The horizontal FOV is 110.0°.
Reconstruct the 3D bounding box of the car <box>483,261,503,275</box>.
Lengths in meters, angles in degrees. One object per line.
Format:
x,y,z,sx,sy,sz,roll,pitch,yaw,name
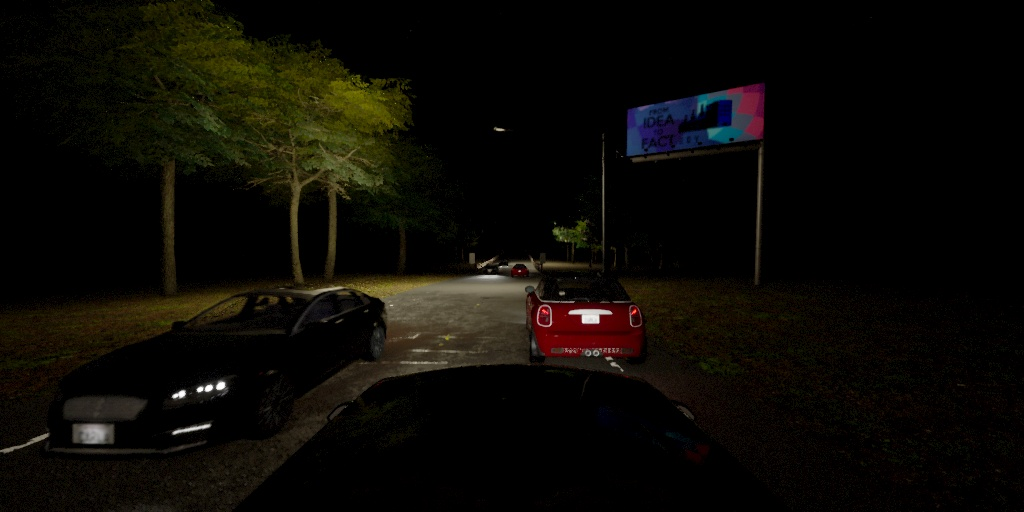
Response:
-2.653,1.663,46.153,2.128,1.511,4.902,0,-1,1,car

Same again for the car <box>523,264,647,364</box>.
1.394,1.113,8.282,2.097,1.767,4.553,0,0,1,car

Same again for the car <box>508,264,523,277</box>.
0.923,1.669,41.305,1.994,1.385,4.181,0,-1,2,car

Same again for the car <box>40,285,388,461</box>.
-3.489,1.245,5.484,2.128,1.511,4.902,0,0,1,car
